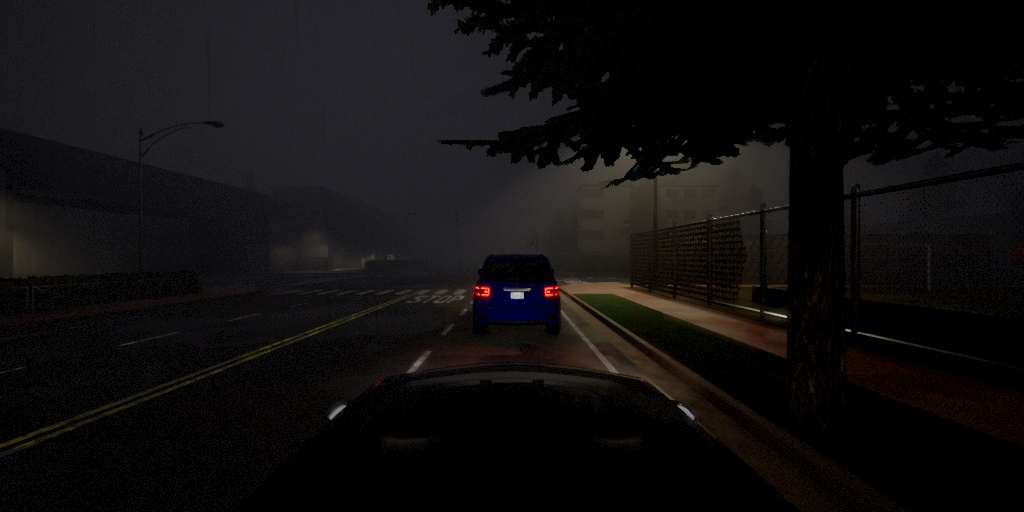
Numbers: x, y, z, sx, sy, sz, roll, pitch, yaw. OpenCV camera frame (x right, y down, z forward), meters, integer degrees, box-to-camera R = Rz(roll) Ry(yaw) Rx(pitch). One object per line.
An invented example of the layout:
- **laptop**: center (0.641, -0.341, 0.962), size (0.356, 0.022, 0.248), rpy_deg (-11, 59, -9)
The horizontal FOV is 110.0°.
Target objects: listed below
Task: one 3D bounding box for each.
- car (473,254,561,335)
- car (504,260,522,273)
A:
- **car**: center (0.124, 0.972, 10.649), size (2.150, 2.045, 5.566), rpy_deg (0, 0, 0)
- **car**: center (0.069, 1.242, 45.524), size (2.128, 1.511, 4.902), rpy_deg (0, 0, 0)
